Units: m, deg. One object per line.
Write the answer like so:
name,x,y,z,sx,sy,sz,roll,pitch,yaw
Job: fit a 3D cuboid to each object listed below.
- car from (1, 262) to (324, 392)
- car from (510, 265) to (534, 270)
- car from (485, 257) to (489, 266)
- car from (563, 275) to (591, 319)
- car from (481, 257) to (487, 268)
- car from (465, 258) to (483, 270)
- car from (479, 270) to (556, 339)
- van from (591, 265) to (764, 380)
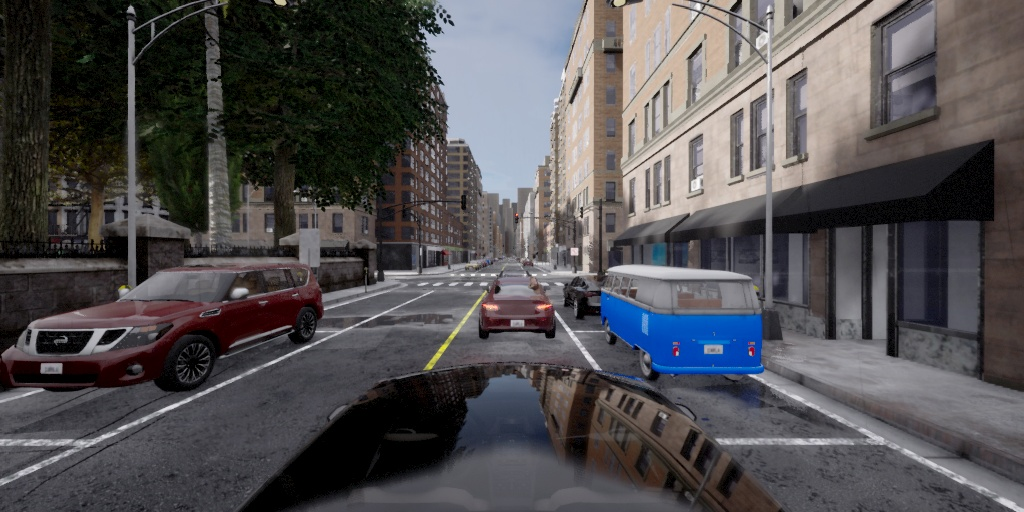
car,-5.657,1.064,6.923,2.192,1.841,5.009,0,0,0
car,0.114,1.345,18.807,1.895,1.301,4.718,0,0,-1
car,-5.533,1.265,61.513,1.888,1.381,4.507,0,0,0
car,2.881,1.313,12.604,1.948,1.339,4.313,0,0,0
car,-5.545,1.271,56.062,2.007,1.370,4.403,0,0,0
car,-5.558,1.248,50.442,1.751,1.417,4.829,0,0,0
car,0.124,1.274,9.985,1.812,1.442,4.674,0,0,0
van,2.868,1.090,6.944,1.690,1.789,3.998,0,0,0
